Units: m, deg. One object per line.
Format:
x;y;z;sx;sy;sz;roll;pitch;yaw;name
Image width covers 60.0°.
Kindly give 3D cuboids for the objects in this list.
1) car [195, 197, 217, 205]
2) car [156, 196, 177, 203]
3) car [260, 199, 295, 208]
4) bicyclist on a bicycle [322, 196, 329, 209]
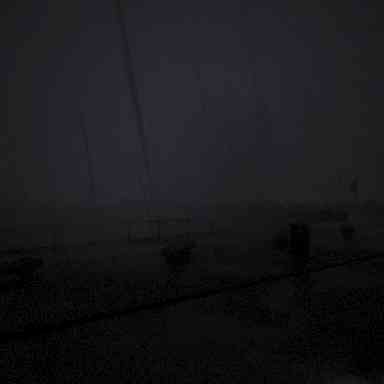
2.007;1.547;54.553;2.033;1.411;5.357;0;0;-35;car
-4.420;1.492;56.633;2.128;1.511;4.902;0;0;-35;car
9.446;1.526;36.969;1.812;1.442;4.674;0;0;-36;car
16.603;1.349;41.360;1.656;1.620;0.582;0;0;-35;bicyclist on a bicycle
